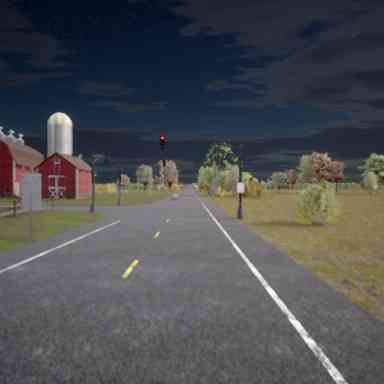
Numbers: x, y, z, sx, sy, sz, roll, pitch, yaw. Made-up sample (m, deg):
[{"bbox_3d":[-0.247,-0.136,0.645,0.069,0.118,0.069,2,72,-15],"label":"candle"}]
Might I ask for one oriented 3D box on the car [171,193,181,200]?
[{"bbox_3d":[-3.521,1.051,71.352,1.812,1.442,4.674,0,0,0],"label":"car"}]
